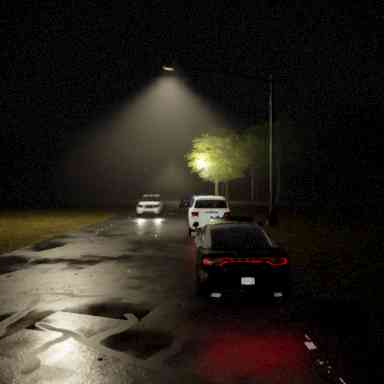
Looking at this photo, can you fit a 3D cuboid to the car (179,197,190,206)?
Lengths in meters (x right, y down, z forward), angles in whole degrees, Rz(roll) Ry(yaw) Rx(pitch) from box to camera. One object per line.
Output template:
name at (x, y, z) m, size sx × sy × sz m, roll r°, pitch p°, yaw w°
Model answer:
car at (-1.336, 1.623, 59.853) m, size 1.837 × 1.490 × 4.892 m, roll -1°, pitch 0°, yaw -3°

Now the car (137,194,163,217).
car at (-3.941, 1.266, 32.095) m, size 2.150 × 2.045 × 5.566 m, roll 0°, pitch 0°, yaw -2°

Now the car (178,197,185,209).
car at (-0.794, 1.642, 46.152) m, size 1.994 × 1.385 × 4.181 m, roll 0°, pitch 0°, yaw -1°

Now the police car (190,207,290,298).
police car at (1.006, 1.428, 8.679) m, size 1.930 × 1.638 × 5.238 m, roll 0°, pitch 0°, yaw 0°

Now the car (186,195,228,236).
car at (0.898, 1.243, 18.625) m, size 2.150 × 2.045 × 5.566 m, roll 0°, pitch 0°, yaw -1°
